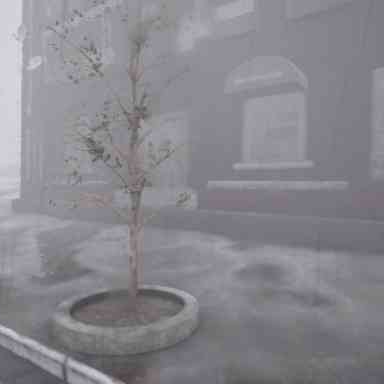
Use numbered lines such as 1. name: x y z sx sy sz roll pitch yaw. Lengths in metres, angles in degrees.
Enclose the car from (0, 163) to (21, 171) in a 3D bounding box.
1. car: -24.766 -3.367 47.991 4.892 1.521 2.231 1 1 27
